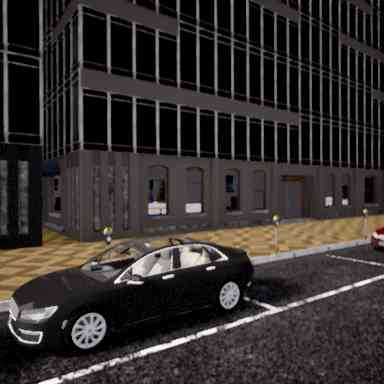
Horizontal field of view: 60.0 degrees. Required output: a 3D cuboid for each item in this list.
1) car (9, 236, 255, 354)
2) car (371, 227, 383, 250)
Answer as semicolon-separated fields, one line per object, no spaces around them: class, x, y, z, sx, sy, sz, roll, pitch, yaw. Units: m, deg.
car;-0.798;1.535;5.991;4.403;1.369;2.008;0;0;-35
car;8.471;1.498;12.601;4.206;1.307;1.802;0;0;-35
